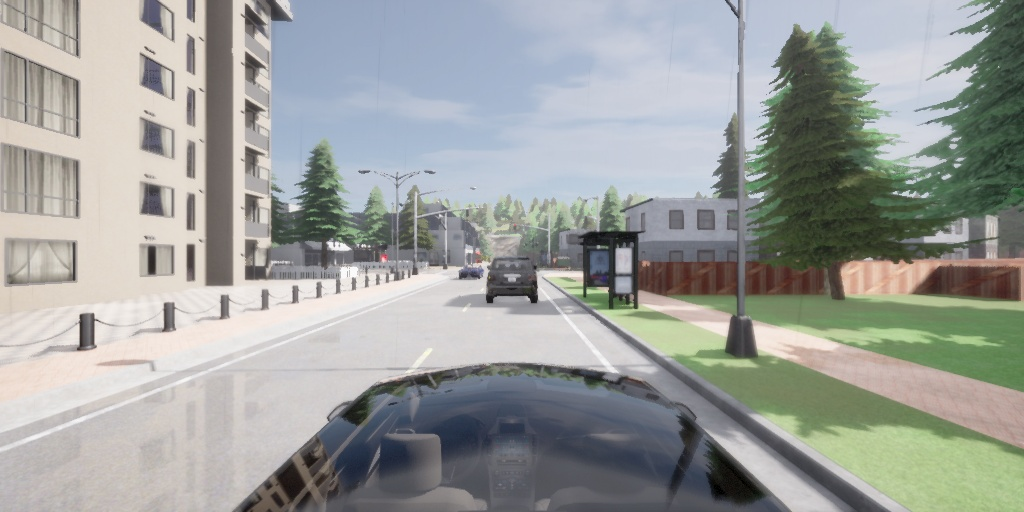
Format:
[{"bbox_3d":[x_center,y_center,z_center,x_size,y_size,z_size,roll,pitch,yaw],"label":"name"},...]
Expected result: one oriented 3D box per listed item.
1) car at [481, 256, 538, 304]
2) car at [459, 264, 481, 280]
[{"bbox_3d":[0.000,1.007,16.530,2.150,2.045,5.566,0,0,0],"label":"car"},{"bbox_3d":[-3.500,1.404,31.480,1.895,1.301,4.718,0,0,0],"label":"car"}]
